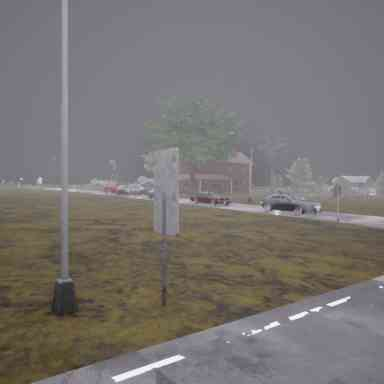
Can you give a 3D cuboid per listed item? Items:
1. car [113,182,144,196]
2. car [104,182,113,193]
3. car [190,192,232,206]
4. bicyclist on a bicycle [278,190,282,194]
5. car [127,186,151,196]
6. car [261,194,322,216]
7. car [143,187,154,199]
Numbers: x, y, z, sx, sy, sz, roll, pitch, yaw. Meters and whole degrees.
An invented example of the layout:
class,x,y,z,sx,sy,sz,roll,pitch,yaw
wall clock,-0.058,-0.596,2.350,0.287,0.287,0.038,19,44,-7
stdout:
class,x,y,z,sx,sy,sz,roll,pitch,yaw
car,-9.486,-0.287,49.163,2.097,1.767,4.553,0,2,-35
car,-14.110,-0.818,60.409,2.150,2.045,5.566,0,2,-36
car,1.843,0.658,33.312,1.895,1.301,4.718,0,2,-36
bicyclist on a bicycle,8.891,0.664,33.763,1.656,1.620,0.582,0,2,-36
car,-8.411,-0.187,52.569,1.812,1.442,4.674,0,2,-35
car,7.489,0.909,25.456,2.128,1.511,4.902,0,2,-36
car,-3.831,0.231,41.225,1.812,1.442,4.674,0,2,-36
